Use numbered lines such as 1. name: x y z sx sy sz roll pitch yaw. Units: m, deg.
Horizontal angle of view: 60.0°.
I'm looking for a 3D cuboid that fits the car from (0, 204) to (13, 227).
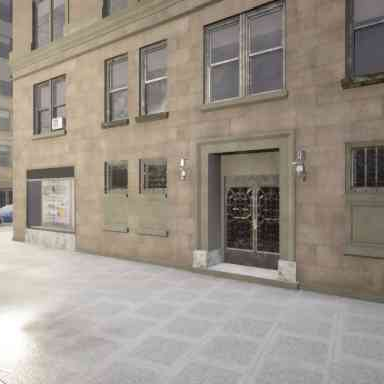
1. car: -11.889 1.512 23.033 2.033 1.411 5.357 0 0 39
